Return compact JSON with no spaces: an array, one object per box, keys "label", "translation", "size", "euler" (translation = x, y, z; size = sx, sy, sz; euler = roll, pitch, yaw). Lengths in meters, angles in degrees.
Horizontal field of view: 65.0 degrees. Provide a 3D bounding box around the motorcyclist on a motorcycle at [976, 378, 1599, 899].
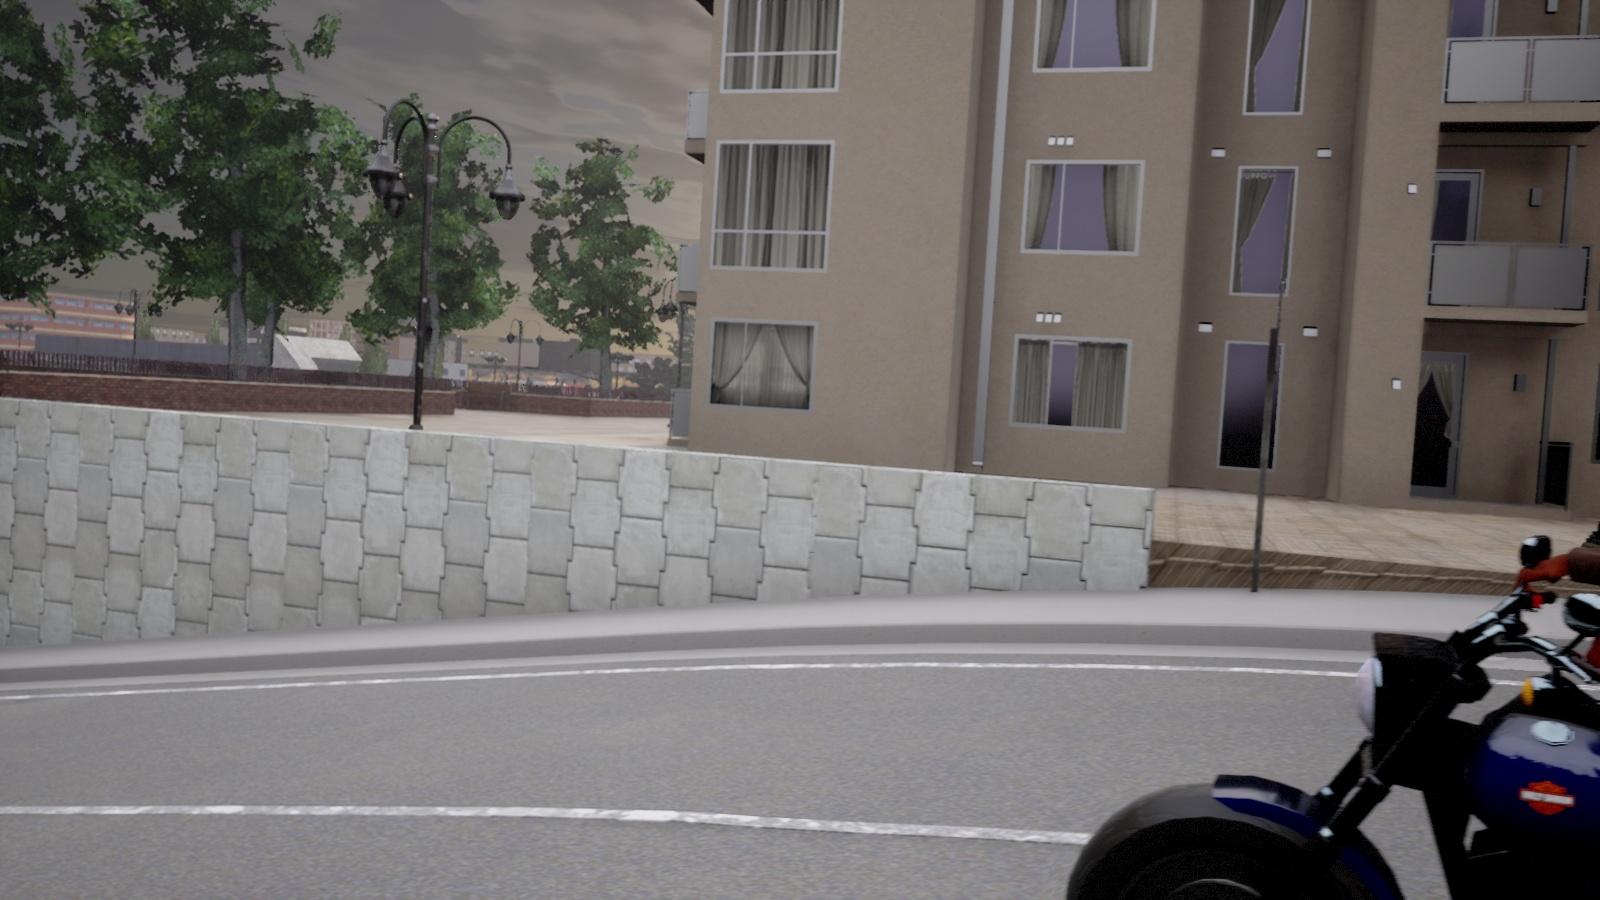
[{"label":"motorcyclist on a motorcycle","translation":[1.596,0.715,2.456],"size":[2.350,1.649,0.766],"euler":[3,3,31]}]
